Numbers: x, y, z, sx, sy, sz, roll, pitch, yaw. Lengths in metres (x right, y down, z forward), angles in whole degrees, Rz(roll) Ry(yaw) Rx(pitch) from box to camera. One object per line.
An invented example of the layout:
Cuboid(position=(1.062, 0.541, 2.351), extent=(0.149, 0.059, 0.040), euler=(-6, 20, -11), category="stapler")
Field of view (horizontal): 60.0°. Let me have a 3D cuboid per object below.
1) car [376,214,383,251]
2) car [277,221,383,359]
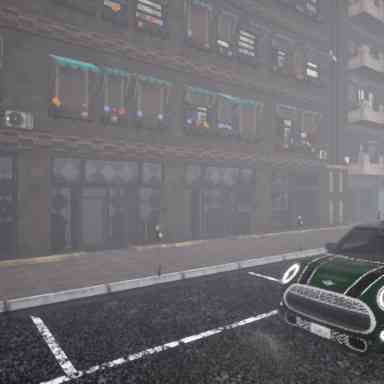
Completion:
Cuboid(position=(9.455, 1.565, 13.330), extent=(4.313, 1.339, 1.947), euler=(0, 0, -36), category="car")
Cuboid(position=(3.627, 1.352, 5.976), extent=(4.553, 1.767, 2.097), euler=(0, 0, -36), category="car")
